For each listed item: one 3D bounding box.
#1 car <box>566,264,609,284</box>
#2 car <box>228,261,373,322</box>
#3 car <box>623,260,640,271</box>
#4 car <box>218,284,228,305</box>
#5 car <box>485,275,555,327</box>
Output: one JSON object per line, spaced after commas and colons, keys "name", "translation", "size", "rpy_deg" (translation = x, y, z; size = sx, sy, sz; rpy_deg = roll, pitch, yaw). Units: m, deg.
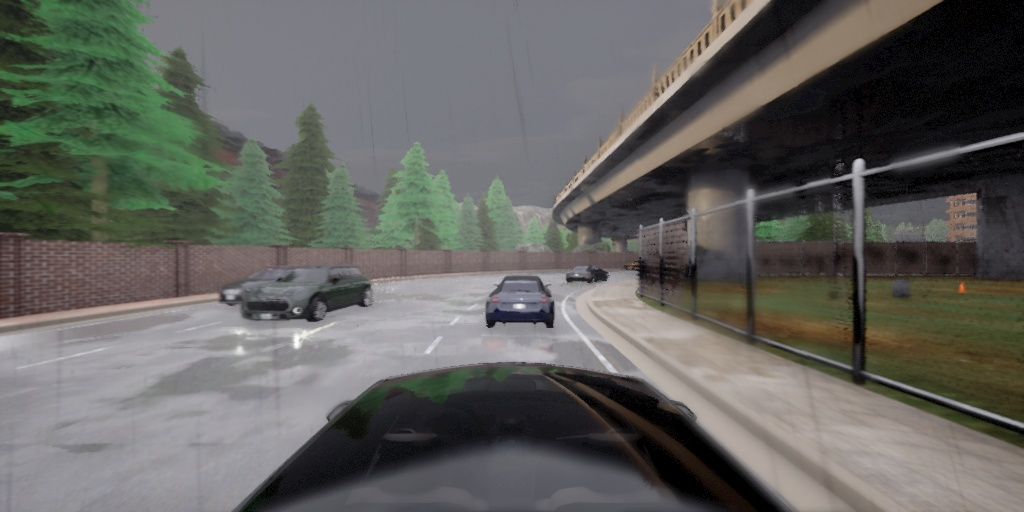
{"name": "car", "translation": [5.688, 1.298, 26.779], "size": [1.994, 1.385, 4.181], "rpy_deg": [0, 0, 35]}
{"name": "car", "translation": [-6.674, 1.095, 12.257], "size": [2.097, 1.767, 4.553], "rpy_deg": [0, 0, 5]}
{"name": "car", "translation": [17.026, 1.200, 47.202], "size": [5.008, 1.535, 1.882], "rpy_deg": [0, 0, -16]}
{"name": "car", "translation": [-9.852, 1.233, 15.384], "size": [2.128, 1.511, 4.902], "rpy_deg": [0, 0, 7]}
{"name": "car", "translation": [0.323, 1.308, 11.523], "size": [1.994, 1.385, 4.181], "rpy_deg": [0, 0, 4]}
